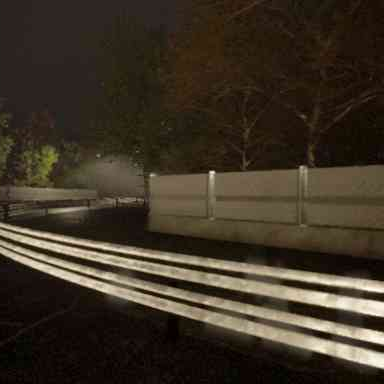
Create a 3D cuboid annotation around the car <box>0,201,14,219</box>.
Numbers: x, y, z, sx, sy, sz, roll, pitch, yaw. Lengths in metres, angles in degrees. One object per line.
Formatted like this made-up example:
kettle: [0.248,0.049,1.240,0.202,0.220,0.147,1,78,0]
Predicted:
car: [-16.004,1.408,26.559,2.097,1.767,4.553,0,0,-10]
